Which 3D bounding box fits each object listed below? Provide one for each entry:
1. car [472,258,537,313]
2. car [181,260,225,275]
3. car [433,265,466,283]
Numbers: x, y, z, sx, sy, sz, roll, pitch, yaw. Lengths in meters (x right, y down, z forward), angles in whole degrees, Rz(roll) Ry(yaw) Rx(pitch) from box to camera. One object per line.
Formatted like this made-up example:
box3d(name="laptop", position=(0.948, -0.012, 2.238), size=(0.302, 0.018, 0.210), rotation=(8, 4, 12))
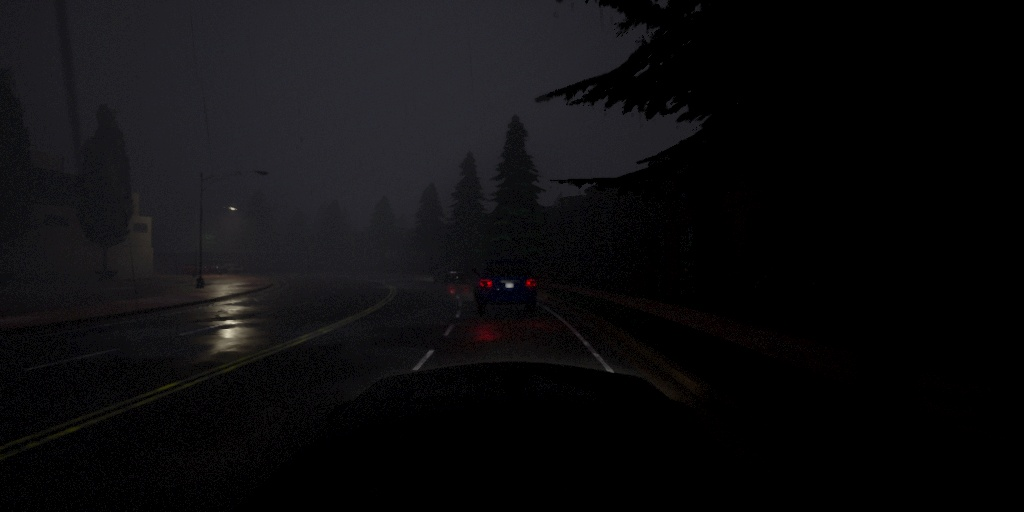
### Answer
box3d(name="car", position=(-0.428, 1.119, 14.918), size=(2.150, 2.045, 5.566), rotation=(0, 0, -7))
box3d(name="car", position=(-41.340, 1.601, 47.667), size=(4.553, 1.767, 2.097), rotation=(0, -1, 14))
box3d(name="car", position=(-5.627, 1.569, 31.697), size=(2.128, 1.511, 4.902), rotation=(0, -1, -28))
